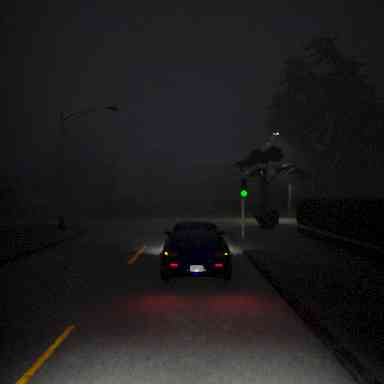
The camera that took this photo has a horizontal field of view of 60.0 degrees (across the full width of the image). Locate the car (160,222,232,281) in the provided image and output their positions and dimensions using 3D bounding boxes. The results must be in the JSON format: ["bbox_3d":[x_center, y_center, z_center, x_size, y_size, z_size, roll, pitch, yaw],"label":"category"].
[{"bbox_3d":[0.107,1.613,10.000,1.812,1.442,4.674,0,0,0],"label":"car"}]
